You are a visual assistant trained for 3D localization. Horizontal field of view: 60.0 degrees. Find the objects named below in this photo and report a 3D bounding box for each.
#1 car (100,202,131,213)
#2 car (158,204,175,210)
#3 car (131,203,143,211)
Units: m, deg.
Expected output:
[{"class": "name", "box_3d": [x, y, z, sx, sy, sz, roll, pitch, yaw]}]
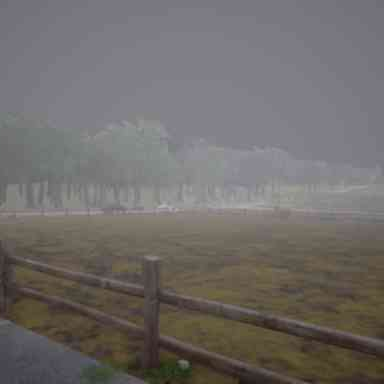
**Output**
[{"class": "car", "box_3d": [-14.941, 3.040, 63.714, 2.150, 2.045, 5.566, 2, 0, 35]}, {"class": "car", "box_3d": [-5.925, 3.426, 76.492, 1.812, 1.442, 4.674, 2, 1, 35]}, {"class": "car", "box_3d": [-12.737, 3.205, 71.611, 2.097, 1.767, 4.553, 2, 0, 35]}]
